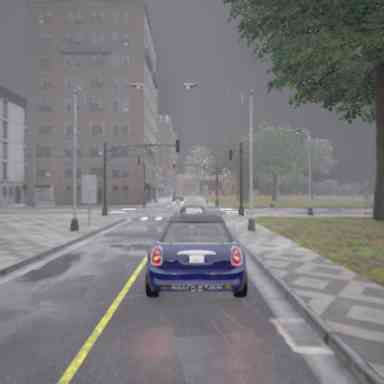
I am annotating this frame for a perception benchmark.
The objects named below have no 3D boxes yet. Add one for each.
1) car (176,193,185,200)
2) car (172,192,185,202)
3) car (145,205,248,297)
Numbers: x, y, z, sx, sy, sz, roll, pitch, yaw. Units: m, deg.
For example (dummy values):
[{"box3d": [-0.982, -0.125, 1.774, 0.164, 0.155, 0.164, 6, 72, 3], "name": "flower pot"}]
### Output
[{"box3d": [-2.959, 1.119, 85.595, 2.097, 1.767, 4.553, 0, 0, 0], "name": "car"}, {"box3d": [-2.909, 1.005, 69.118, 2.150, 2.045, 5.566, 0, 0, 0], "name": "car"}, {"box3d": [0.092, 1.312, 8.605, 2.097, 1.767, 4.553, 0, 0, 0], "name": "car"}]
